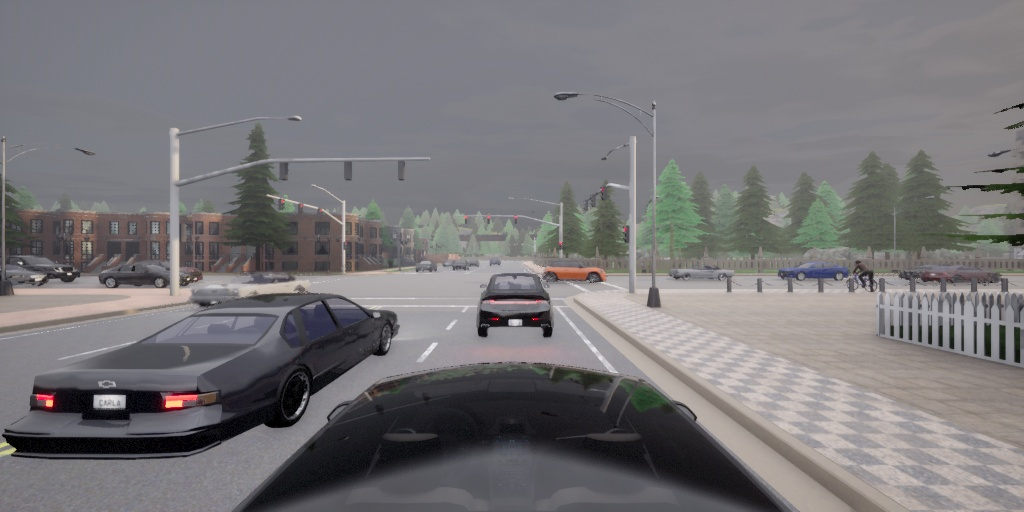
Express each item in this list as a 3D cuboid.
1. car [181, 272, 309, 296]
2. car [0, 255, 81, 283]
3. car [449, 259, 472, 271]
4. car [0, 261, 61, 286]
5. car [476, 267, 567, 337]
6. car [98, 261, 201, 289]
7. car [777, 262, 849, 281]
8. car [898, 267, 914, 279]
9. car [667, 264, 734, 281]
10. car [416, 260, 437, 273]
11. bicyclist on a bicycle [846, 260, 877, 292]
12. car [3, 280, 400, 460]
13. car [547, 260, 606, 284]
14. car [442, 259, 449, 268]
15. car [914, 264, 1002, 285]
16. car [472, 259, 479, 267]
[{"bbox_3d":[-10.598,1.351,14.962,1.895,1.301,4.718,0,0,0],"label":"car"},{"bbox_3d":[-35.167,0.971,25.963,5.566,2.045,2.150,0,0,-6],"label":"car"},{"bbox_3d":[-7.086,1.255,49.996,1.837,1.490,4.892,0,0,0],"label":"car"},{"bbox_3d":[-32.550,1.242,22.636,4.902,1.511,2.128,0,0,-4],"label":"car"},{"bbox_3d":[0.083,1.242,10.257,2.128,1.511,4.902,0,0,0],"label":"car"},{"bbox_3d":[-23.185,1.255,22.875,4.892,1.490,1.837,0,0,-3],"label":"car"},{"bbox_3d":[24.859,1.228,29.715,5.008,1.535,1.882,0,0,0],"label":"car"},{"bbox_3d":[34.833,1.314,29.692,4.181,1.385,1.994,0,0,1],"label":"car"},{"bbox_3d":[15.567,1.351,29.728,4.718,1.301,1.895,0,0,0],"label":"car"},{"bbox_3d":[-10.577,1.276,44.577,1.812,1.442,4.674,0,0,0],"label":"car"},{"bbox_3d":[18.252,1.052,18.742,0.582,1.620,1.656,0,0,0],"label":"bicyclist on a bicycle"},{"bbox_3d":[-3.436,1.297,5.589,2.033,1.411,5.357,0,0,0],"label":"car"},{"bbox_3d":[4.597,1.102,26.390,4.553,1.767,2.097,0,0,13],"label":"car"},{"bbox_3d":[-10.545,1.242,60.545,2.128,1.511,4.902,0,0,0],"label":"car"},{"bbox_3d":[32.545,1.314,26.013,4.181,1.385,1.994,0,0,0],"label":"car"},{"bbox_3d":[-7.004,1.258,64.859,1.837,1.490,4.892,0,0,0],"label":"car"}]
